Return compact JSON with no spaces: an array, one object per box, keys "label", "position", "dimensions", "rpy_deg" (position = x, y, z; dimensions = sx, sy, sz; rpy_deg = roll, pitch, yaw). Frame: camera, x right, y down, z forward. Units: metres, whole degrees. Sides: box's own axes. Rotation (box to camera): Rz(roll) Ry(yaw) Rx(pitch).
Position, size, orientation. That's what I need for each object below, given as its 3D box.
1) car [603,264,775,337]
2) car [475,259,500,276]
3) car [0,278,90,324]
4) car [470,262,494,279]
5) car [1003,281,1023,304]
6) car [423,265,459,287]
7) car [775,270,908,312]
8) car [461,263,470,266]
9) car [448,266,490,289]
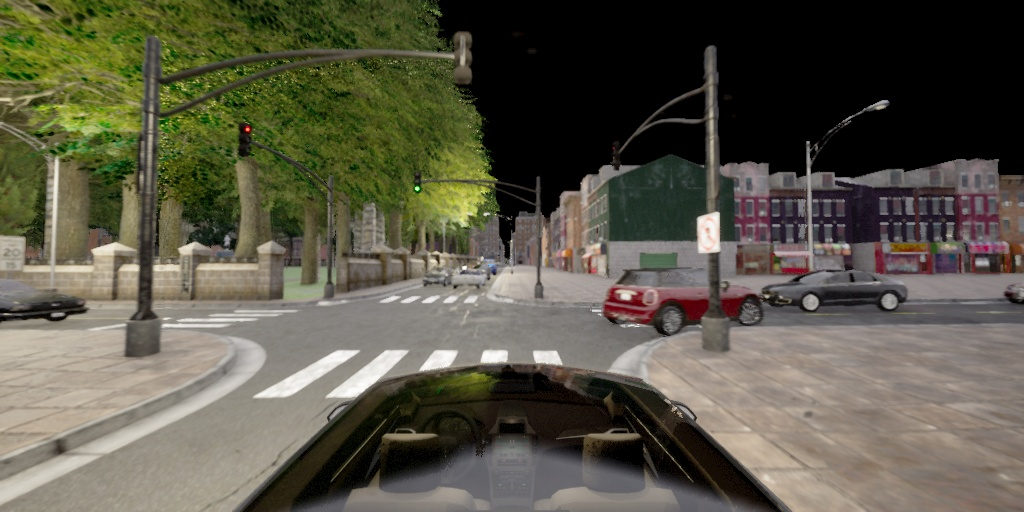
[{"label":"car","position":[4.939,1.101,10.309],"dimensions":[4.553,1.767,2.097],"rpy_deg":[0,-1,-24]},{"label":"car","position":[-3.104,1.436,46.246],"dimensions":[2.150,2.045,5.566],"rpy_deg":[0,-1,0]},{"label":"car","position":[-16.230,1.364,10.736],"dimensions":[5.357,1.411,2.033],"rpy_deg":[0,-2,0]},{"label":"car","position":[-3.030,1.599,35.582],"dimensions":[1.837,1.490,4.892],"rpy_deg":[0,-1,-1]},{"label":"car","position":[22.257,1.209,13.905],"dimensions":[4.674,1.442,1.812],"rpy_deg":[-1,-2,0]},{"label":"car","position":[-5.530,1.555,27.158],"dimensions":[2.007,1.370,4.403],"rpy_deg":[0,0,0]},{"label":"car","position":[12.228,1.295,13.836],"dimensions":[4.892,1.490,1.837],"rpy_deg":[-1,-2,0]},{"label":"car","position":[-5.560,1.630,34.293],"dimensions":[2.007,1.370,4.403],"rpy_deg":[0,0,0]},{"label":"car","position":[-2.950,1.588,25.505],"dimensions":[1.895,1.301,4.718],"rpy_deg":[0,-1,2]}]
